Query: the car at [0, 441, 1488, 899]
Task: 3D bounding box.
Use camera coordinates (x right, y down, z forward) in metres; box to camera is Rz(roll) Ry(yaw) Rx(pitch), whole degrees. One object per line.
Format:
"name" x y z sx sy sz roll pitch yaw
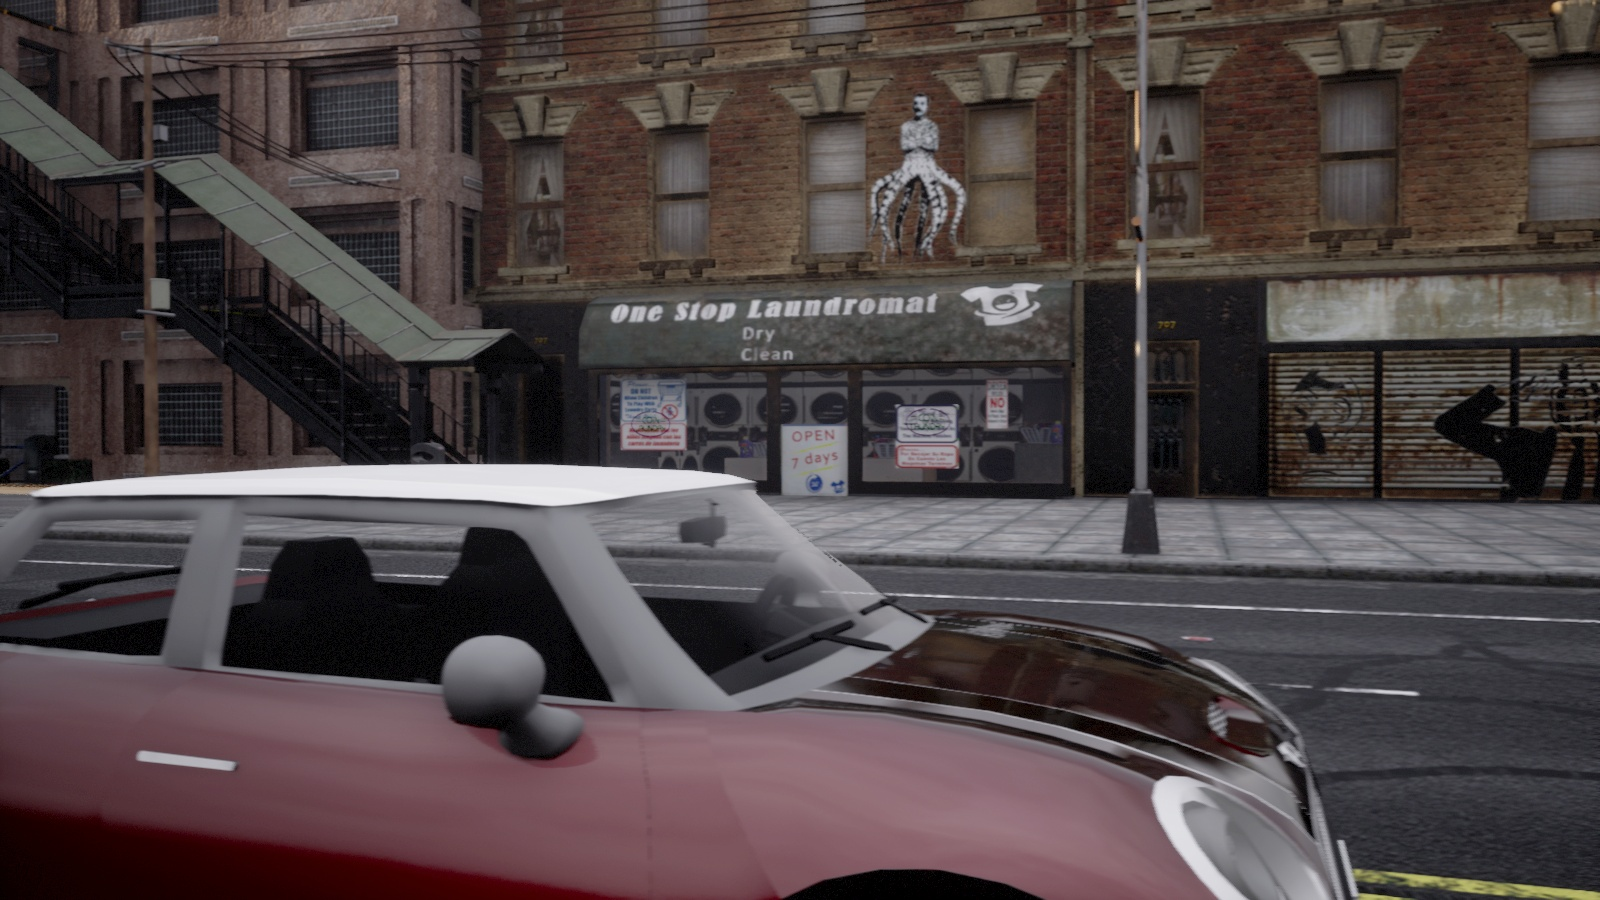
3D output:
"car" -0.531 0.734 3.300 3.806 1.475 1.970 1 1 19
